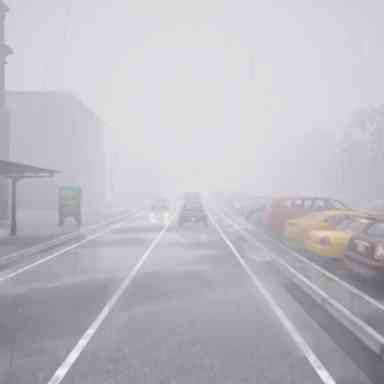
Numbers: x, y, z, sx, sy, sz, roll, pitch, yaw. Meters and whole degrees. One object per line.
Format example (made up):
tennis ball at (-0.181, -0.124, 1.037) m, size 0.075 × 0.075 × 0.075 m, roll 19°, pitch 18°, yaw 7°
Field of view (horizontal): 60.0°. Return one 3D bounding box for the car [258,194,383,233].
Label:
car at (6.382, 1.257, 16.393) m, size 5.566 × 2.045 × 2.435 m, roll 0°, pitch 0°, yaw 0°

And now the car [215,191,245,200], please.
car at (6.570, 0.634, 58.190) m, size 5.008 × 1.535 × 2.097 m, roll 0°, pitch 2°, yaw 0°

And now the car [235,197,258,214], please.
car at (6.407, 1.462, 27.539) m, size 5.008 × 1.535 × 2.097 m, roll 0°, pitch 1°, yaw 0°

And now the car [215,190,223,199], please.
car at (6.540, 0.873, 52.612) m, size 4.892 × 1.521 × 2.231 m, roll 0°, pitch 2°, yaw 0°

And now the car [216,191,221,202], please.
car at (6.502, 1.005, 49.836) m, size 4.792 × 1.488 × 2.163 m, roll 0°, pitch 2°, yaw 0°

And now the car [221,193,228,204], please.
car at (6.458, 1.252, 41.470) m, size 4.792 × 1.488 × 2.163 m, roll 0°, pitch 1°, yaw 0°

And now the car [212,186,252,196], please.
car at (6.589, 0.507, 55.388) m, size 5.566 × 2.045 × 2.435 m, roll 0°, pitch 2°, yaw 0°

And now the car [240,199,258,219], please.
car at (6.393, 1.485, 24.750) m, size 5.008 × 1.535 × 2.097 m, roll 0°, pitch 0°, yaw 0°

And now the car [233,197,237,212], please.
car at (6.430, 1.471, 30.328) m, size 4.674 × 1.452 × 2.002 m, roll 0°, pitch 1°, yaw 0°

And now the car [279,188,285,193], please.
car at (19.688, 0.390, 63.874) m, size 4.674 × 1.452 × 2.002 m, roll 0°, pitch 3°, yaw 0°

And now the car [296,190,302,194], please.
car at (19.811, 0.865, 52.599) m, size 5.366 × 1.575 × 1.946 m, roll 0°, pitch 2°, yaw 0°

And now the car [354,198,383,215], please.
car at (19.338, 1.384, 33.218) m, size 5.366 × 1.575 × 1.946 m, roll 0°, pitch 1°, yaw 0°

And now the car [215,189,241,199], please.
car at (6.621, 0.376, 60.960) m, size 4.553 × 1.767 × 2.185 m, roll 0°, pitch 3°, yaw 0°

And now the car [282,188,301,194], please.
car at (19.674, 0.530, 61.093) m, size 4.674 × 1.452 × 2.002 m, roll 0°, pitch 3°, yaw 0°

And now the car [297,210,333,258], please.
car at (6.510, 1.509, 10.826) m, size 5.366 × 1.575 × 1.946 m, roll 0°, pitch 0°, yaw 0°

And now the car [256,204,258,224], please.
car at (6.366, 1.546, 19.177) m, size 4.674 × 1.452 × 2.002 m, roll 0°, pitch 0°, yaw 0°

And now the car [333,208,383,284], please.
car at (6.279, 1.389, 8.169) m, size 4.553 × 1.767 × 2.185 m, roll 0°, pitch 0°, yaw 0°

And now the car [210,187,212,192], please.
car at (6.590, 0.250, 66.531) m, size 4.792 × 1.488 × 2.163 m, roll 0°, pitch 3°, yaw 0°

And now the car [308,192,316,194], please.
car at (19.592, 1.058, 47.156) m, size 5.008 × 1.535 × 2.097 m, roll 0°, pitch 2°, yaw 0°

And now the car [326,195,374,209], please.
car at (19.561, 1.220, 41.451) m, size 4.892 × 1.521 × 2.231 m, roll 0°, pitch 2°, yaw 0°

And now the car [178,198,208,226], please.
car at (0.066, 1.449, 22.939) m, size 2.128 × 1.511 × 4.902 m, roll 0°, pitch 1°, yaw 0°

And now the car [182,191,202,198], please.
car at (0.013, 0.920, 40.825) m, size 2.150 × 2.045 × 5.566 m, roll 0°, pitch 1°, yaw -1°

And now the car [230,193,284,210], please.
car at (6.474, 1.267, 33.113) m, size 4.553 × 1.767 × 2.185 m, roll 0°, pitch 1°, yaw 0°

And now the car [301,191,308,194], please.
car at (19.583, 0.997, 49.947) m, size 4.792 × 1.488 × 2.163 m, roll 0°, pitch 2°, yaw 0°

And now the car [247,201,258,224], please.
car at (6.354, 1.529, 21.963) m, size 4.792 × 1.488 × 2.163 m, roll 0°, pitch 0°, yaw 0°

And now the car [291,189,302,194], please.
car at (19.826, 0.750, 55.392) m, size 5.366 × 1.575 × 1.946 m, roll 0°, pitch 2°, yaw 0°

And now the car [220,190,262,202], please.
car at (6.470, 1.023, 44.252) m, size 4.553 × 1.767 × 2.185 m, roll 0°, pitch 2°, yaw 0°

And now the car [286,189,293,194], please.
car at (19.684, 0.659, 58.184) m, size 4.792 × 1.488 × 2.163 m, roll 0°, pitch 3°, yaw 0°

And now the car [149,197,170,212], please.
car at (-3.411, 1.299, 35.965) m, size 1.837 × 1.490 × 4.892 m, roll 0°, pitch 1°, yaw 0°

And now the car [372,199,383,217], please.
car at (19.514, 1.427, 30.428) m, size 5.008 × 1.535 × 2.097 m, roll 0°, pitch 1°, yaw 0°

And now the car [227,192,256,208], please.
car at (6.488, 1.219, 35.892) m, size 4.553 × 1.767 × 2.185 m, roll 0°, pitch 1°, yaw 0°

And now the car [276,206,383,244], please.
car at (6.334, 1.510, 13.611) m, size 5.008 × 1.535 × 2.097 m, roll 0°, pitch 0°, yaw 0°

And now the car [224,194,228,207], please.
car at (6.501, 1.317, 38.682) m, size 4.792 × 1.488 × 2.163 m, roll 0°, pitch 1°, yaw 0°
